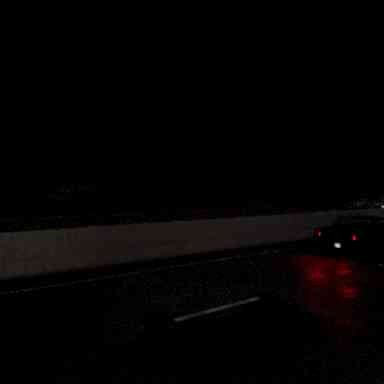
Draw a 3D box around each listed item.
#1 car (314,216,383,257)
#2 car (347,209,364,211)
[{"bbox_3d":[6.929,1.578,12.992,4.718,1.301,1.895,0,0,-35],"label":"car"},{"bbox_3d":[19.962,1.459,38.832,4.674,1.442,1.812,0,0,-29],"label":"car"}]
